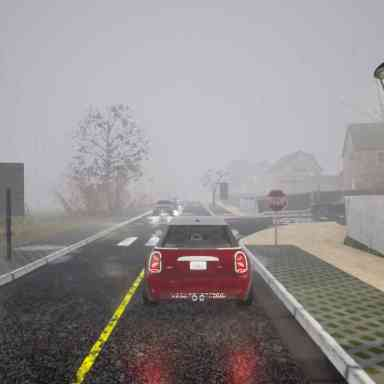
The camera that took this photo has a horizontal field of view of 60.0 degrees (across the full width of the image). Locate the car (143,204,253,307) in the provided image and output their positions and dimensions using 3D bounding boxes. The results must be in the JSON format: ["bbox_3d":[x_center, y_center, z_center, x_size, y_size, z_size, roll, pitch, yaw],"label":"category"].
[{"bbox_3d":[0.115,1.351,8.158,2.097,1.767,4.553,0,0,0],"label":"car"}]

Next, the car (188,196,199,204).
[{"bbox_3d":[0.225,1.561,65.404,1.812,1.442,4.674,0,0,0],"label":"car"}]

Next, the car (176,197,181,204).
[{"bbox_3d":[-2.766,1.614,42.982,1.895,1.301,4.718,0,0,0],"label":"car"}]

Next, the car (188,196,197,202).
[{"bbox_3d":[0.147,1.604,75.569,1.994,1.385,4.181,0,0,0],"label":"car"}]

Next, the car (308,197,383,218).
[{"bbox_3d":[10.095,0.951,21.823,4.718,1.301,1.895,-3,0,16],"label":"car"}]

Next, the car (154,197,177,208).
[{"bbox_3d":[-2.784,1.532,33.289,1.812,1.442,4.674,0,0,0],"label":"car"}]
